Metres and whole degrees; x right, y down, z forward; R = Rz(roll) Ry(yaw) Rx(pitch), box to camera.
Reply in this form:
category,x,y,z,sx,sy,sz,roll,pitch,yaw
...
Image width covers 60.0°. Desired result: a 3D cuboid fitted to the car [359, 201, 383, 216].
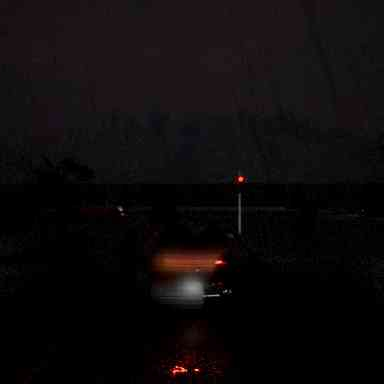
category,x,y,z,sx,sy,sz,roll,pitch,yaw
car,18.203,1.564,31.591,4.181,1.385,1.994,0,0,0

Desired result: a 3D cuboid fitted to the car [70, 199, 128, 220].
category,x,y,z,sx,sy,sz,roll,pitch,yaw
car,-7.621,1.351,27.376,4.553,1.767,2.097,0,0,0

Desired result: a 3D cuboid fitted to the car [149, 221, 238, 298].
category,x,y,z,sx,sy,sz,roll,pitch,yaw
car,0.053,1.505,8.512,1.837,1.490,4.892,0,0,1
